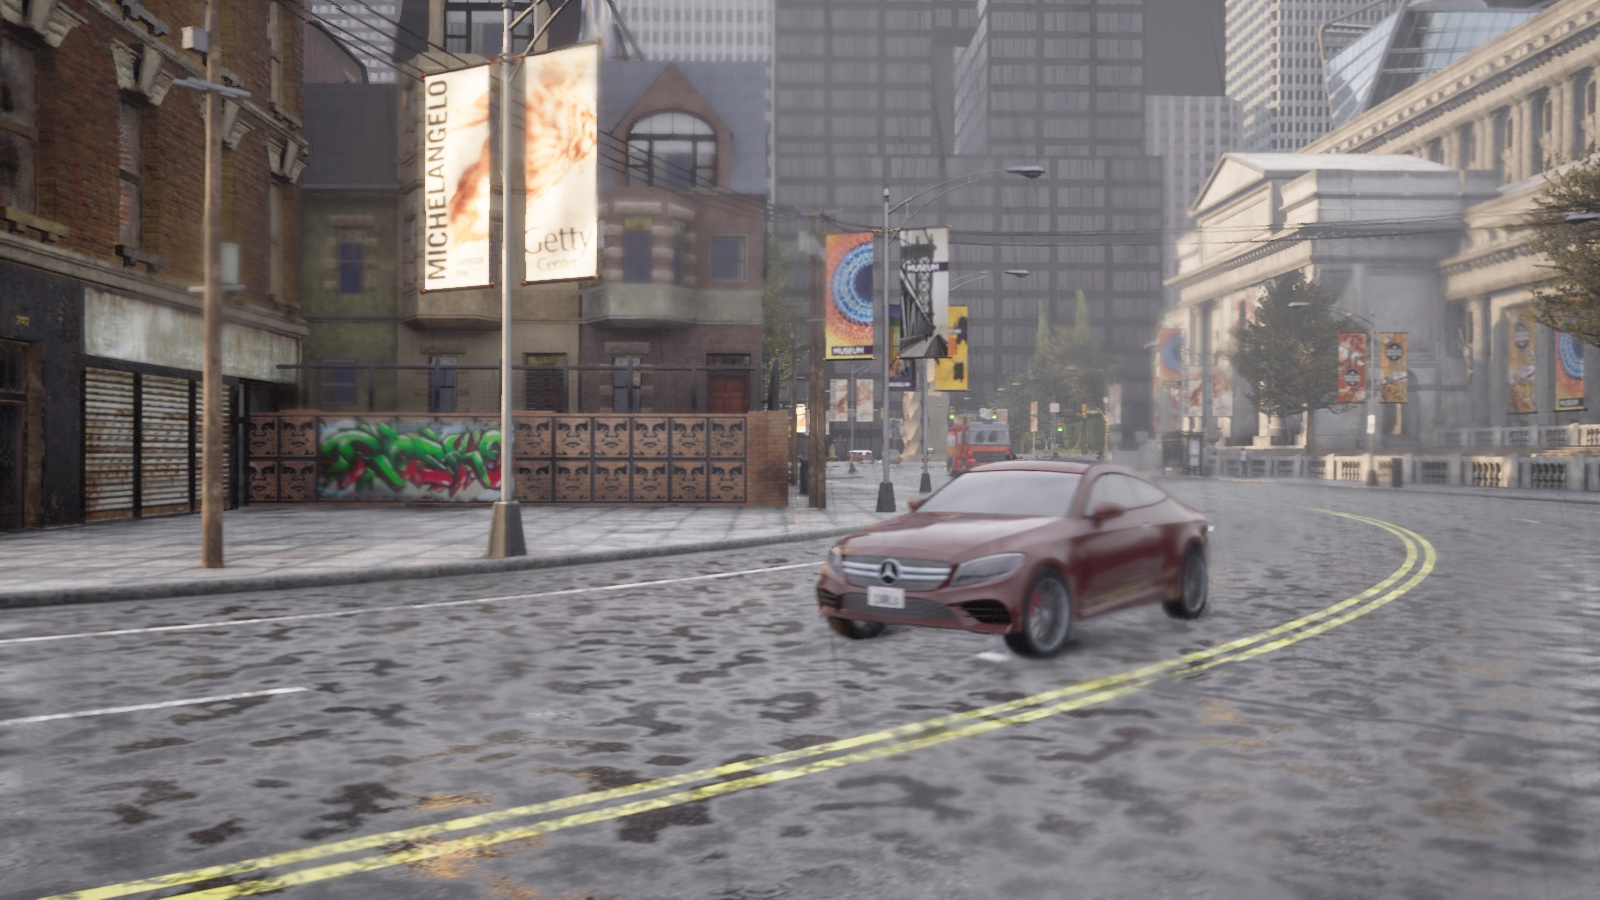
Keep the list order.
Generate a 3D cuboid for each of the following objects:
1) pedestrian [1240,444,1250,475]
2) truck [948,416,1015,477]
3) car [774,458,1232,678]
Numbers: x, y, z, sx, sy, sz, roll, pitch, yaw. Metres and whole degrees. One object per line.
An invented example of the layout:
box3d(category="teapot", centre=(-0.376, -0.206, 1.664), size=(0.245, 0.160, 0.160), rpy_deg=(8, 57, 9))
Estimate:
box3d(category="pedestrian", centre=(27.116, 0.571, 76.471), size=(0.354, 1.836, 0.706), rpy_deg=(0, 0, 2))
box3d(category="truck", centre=(11.860, -0.191, 82.814), size=(2.891, 3.827, 8.468), rpy_deg=(0, 0, -3))
box3d(category="car", centre=(1.966, 0.799, 10.746), size=(1.812, 1.442, 4.674), rpy_deg=(0, 0, 38))
